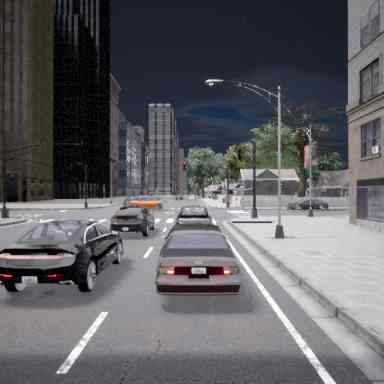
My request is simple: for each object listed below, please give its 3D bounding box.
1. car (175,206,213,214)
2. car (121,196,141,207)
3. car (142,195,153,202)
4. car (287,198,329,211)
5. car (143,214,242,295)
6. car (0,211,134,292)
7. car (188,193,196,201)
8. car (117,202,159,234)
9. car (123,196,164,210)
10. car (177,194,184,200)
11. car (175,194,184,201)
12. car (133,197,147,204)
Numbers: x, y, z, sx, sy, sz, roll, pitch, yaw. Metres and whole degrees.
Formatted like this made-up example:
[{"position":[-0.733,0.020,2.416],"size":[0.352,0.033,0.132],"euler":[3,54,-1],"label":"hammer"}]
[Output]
[{"position":[0.107,1.491,17.872],"size":[2.128,1.511,4.902],"euler":[0,0,0],"label":"car"},{"position":[-9.799,1.485,53.832],"size":[2.128,1.511,4.902],"euler":[0,0,1],"label":"car"},{"position":[-9.713,1.515,73.264],"size":[1.812,1.442,4.674],"euler":[0,0,0],"label":"car"},{"position":[14.154,1.554,40.761],"size":[4.892,1.490,1.837],"euler":[0,-1,0],"label":"car"},{"position":[0.095,1.545,8.818],"size":[2.033,1.411,5.357],"euler":[0,0,-1],"label":"car"},{"position":[-3.147,1.492,8.889],"size":[2.128,1.511,4.902],"euler":[0,0,0],"label":"car"},{"position":[0.043,1.509,83.985],"size":[1.812,1.442,4.674],"euler":[0,0,0],"label":"car"},{"position":[-3.141,1.504,18.149],"size":[1.837,1.490,4.892],"euler":[0,0,0],"label":"car"},{"position":[-5.745,1.362,40.954],"size":[4.553,1.767,2.097],"euler":[0,0,0],"label":"car"},{"position":[-3.202,1.309,93.991],"size":[1.882,1.535,5.008],"euler":[0,0,0],"label":"car"},{"position":[-3.207,1.340,83.957],"size":[2.097,1.767,4.553],"euler":[0,0,0],"label":"car"},{"position":[-9.761,1.593,63.152],"size":[1.895,1.301,4.718],"euler":[0,0,1],"label":"car"}]
